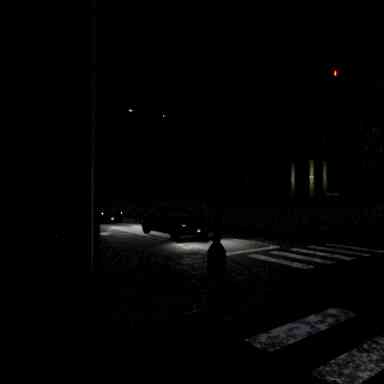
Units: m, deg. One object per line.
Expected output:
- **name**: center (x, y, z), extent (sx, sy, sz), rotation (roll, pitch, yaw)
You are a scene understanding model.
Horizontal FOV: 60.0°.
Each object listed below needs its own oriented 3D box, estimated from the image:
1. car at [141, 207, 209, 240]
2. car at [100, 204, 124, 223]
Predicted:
- **car**: center (-1.044, 1.530, 17.353), extent (1.812, 1.442, 4.674), rotation (0, 0, -36)
- **car**: center (-6.970, 1.607, 25.563), extent (1.895, 1.301, 4.718), rotation (0, 0, -36)
